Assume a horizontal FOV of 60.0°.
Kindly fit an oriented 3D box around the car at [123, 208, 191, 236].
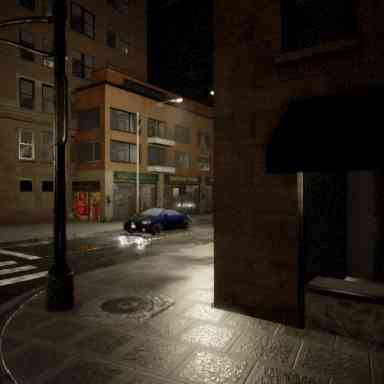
[{"bbox_3d":[-1.891,1.601,18.894,1.994,1.385,4.181,0,0,35],"label":"car"}]
